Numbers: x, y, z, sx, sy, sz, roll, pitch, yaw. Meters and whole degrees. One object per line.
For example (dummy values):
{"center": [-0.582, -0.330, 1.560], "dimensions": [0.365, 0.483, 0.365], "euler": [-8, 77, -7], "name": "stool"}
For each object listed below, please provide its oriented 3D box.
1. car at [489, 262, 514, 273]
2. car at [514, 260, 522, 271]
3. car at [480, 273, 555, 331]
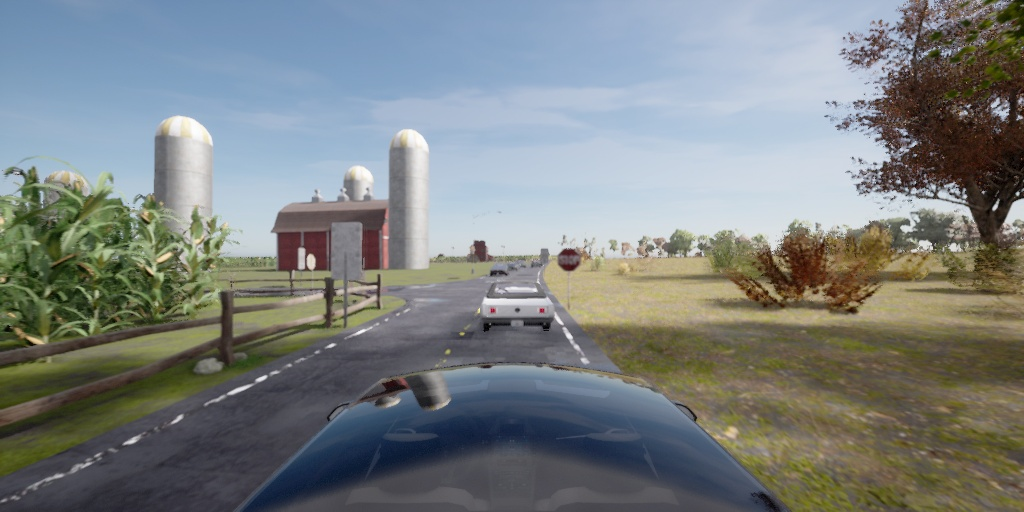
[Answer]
{"center": [-1.280, 1.458, 39.741], "dimensions": [2.033, 1.411, 5.357], "euler": [0, 0, 4], "name": "car"}
{"center": [-0.049, 1.520, 53.111], "dimensions": [1.994, 1.385, 4.181], "euler": [0, 0, 6], "name": "car"}
{"center": [0.083, 1.393, 11.143], "dimensions": [1.895, 1.301, 4.718], "euler": [0, 0, -1], "name": "car"}
